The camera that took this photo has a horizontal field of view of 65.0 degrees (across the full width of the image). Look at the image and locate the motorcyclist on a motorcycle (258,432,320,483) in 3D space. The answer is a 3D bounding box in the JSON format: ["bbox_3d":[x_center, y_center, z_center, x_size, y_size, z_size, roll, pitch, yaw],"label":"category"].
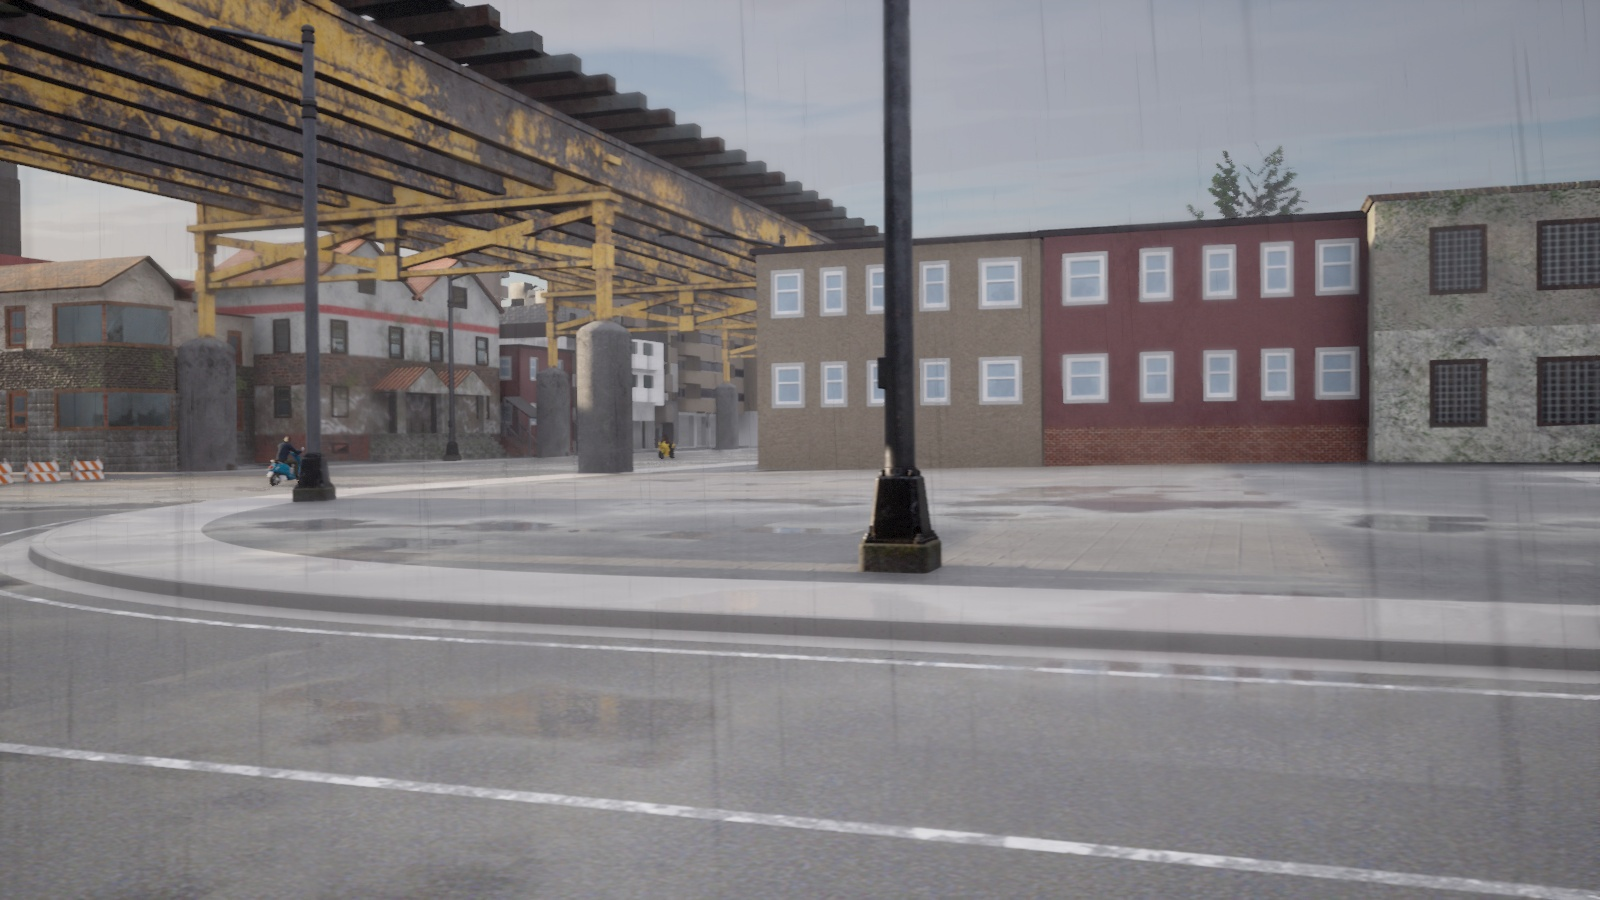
[{"bbox_3d":[-16.390,0.222,40.312,0.866,1.590,1.817,0,1,19],"label":"motorcyclist on a motorcycle"}]

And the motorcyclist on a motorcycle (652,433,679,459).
[{"bbox_3d":[-7.975,-0.251,74.441,0.797,1.523,2.044,0,1,20],"label":"motorcyclist on a motorcycle"}]
